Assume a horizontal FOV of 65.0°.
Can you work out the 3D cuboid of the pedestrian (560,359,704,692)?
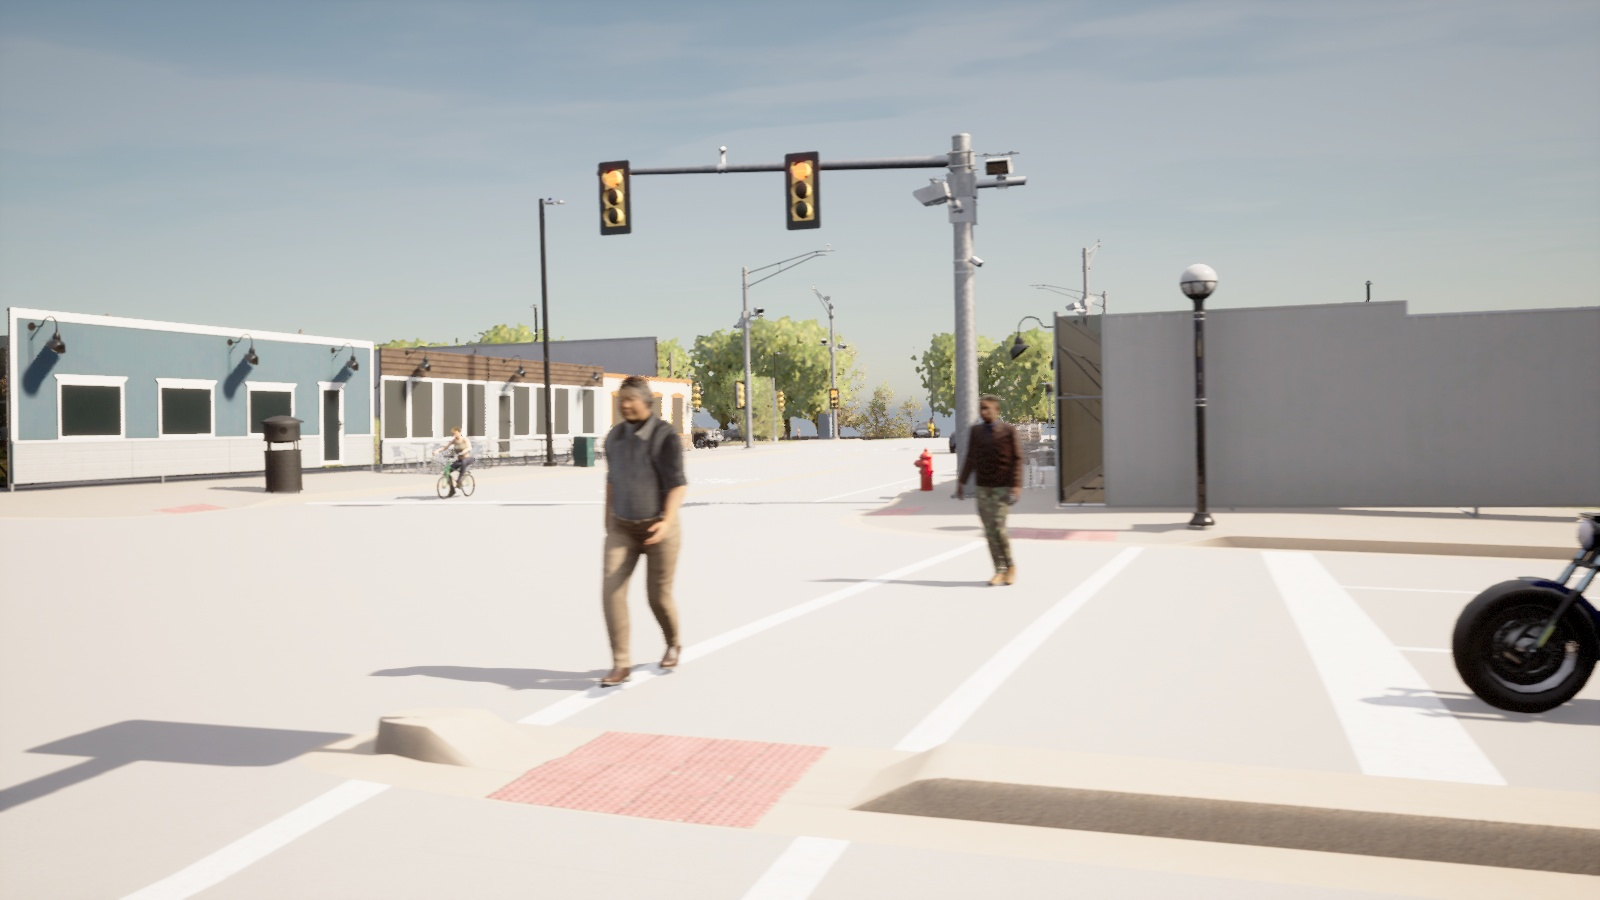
[{"bbox_3d":[-0.971,0.414,7.368,0.540,1.848,0.694,0,2,19],"label":"pedestrian"}]

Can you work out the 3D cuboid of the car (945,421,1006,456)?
[{"bbox_3d":[7.695,-0.525,54.687,1.994,1.385,4.181,-1,2,17],"label":"car"}]

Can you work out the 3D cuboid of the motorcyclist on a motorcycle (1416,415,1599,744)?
[{"bbox_3d":[4.618,0.656,6.568,2.350,1.649,0.766,1,2,12],"label":"motorcyclist on a motorcycle"}]

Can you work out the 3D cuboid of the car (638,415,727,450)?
[{"bbox_3d":[-6.662,-0.978,71.445,4.605,1.855,1.932,-1,2,20],"label":"car"}]

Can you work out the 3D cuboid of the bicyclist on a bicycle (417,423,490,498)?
[{"bbox_3d":[-7.749,0.214,28.130,0.866,1.612,1.509,0,1,17],"label":"bicyclist on a bicycle"}]

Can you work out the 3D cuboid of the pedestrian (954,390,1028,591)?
[{"bbox_3d":[1.812,0.359,11.869,0.431,1.840,0.703,0,2,31],"label":"pedestrian"}]
